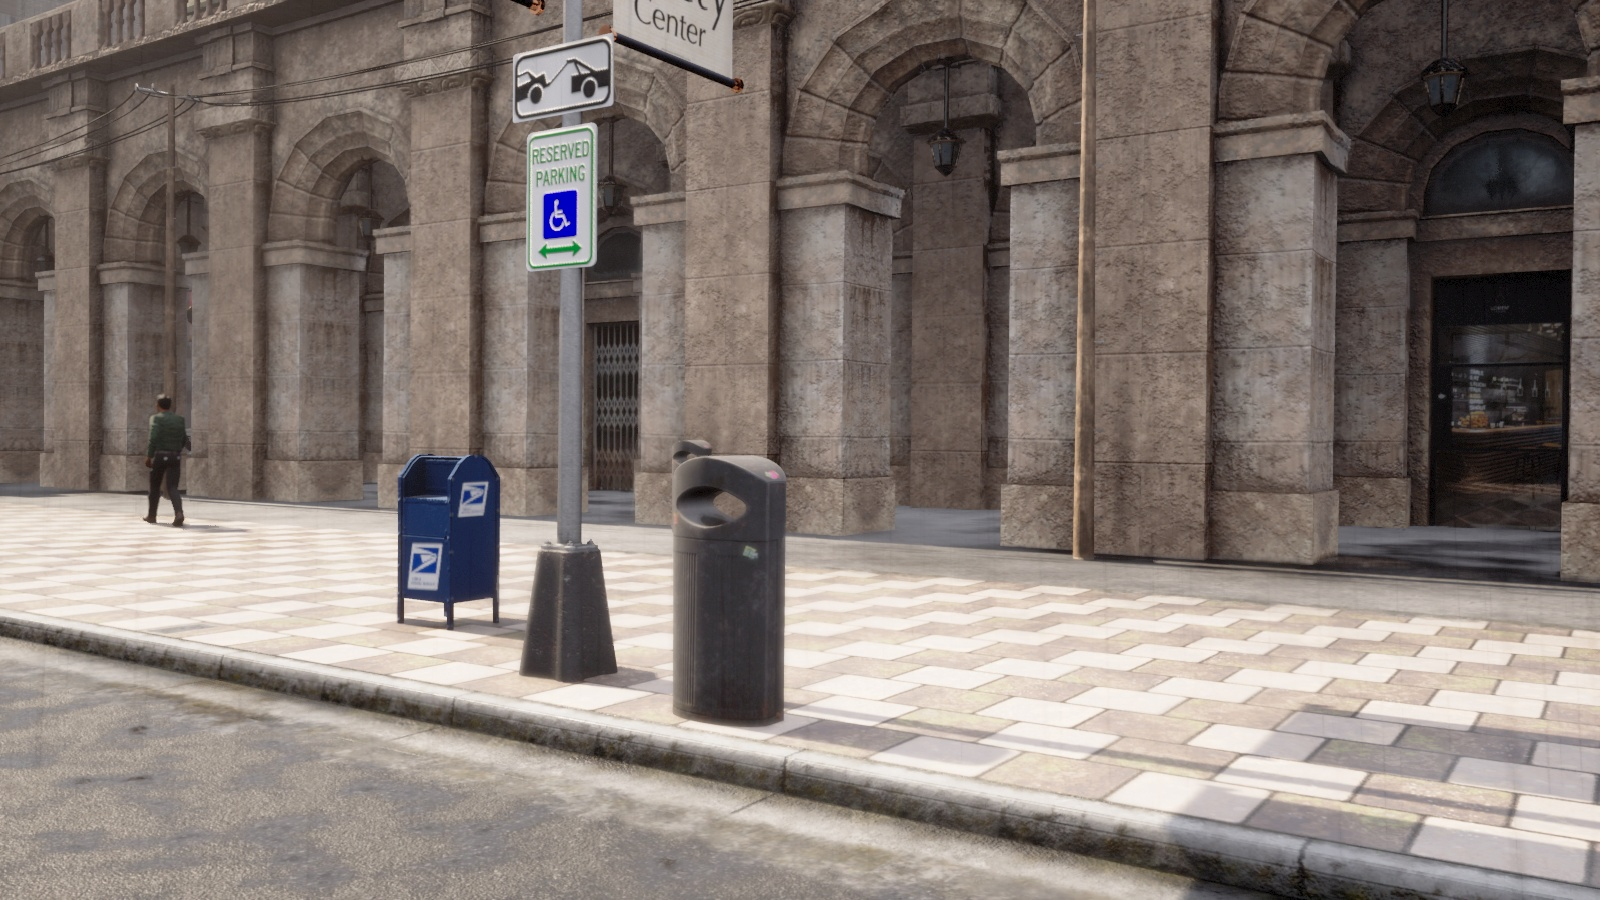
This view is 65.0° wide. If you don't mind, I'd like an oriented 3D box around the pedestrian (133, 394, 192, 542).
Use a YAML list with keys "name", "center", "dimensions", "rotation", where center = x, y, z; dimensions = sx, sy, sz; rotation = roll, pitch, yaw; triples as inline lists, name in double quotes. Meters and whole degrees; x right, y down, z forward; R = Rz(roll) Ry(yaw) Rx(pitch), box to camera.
- name: "pedestrian"
  center: [-8.592, 0.235, 16.923]
  dimensions: [0.788, 1.949, 0.423]
  rotation: [0, 1, 41]
